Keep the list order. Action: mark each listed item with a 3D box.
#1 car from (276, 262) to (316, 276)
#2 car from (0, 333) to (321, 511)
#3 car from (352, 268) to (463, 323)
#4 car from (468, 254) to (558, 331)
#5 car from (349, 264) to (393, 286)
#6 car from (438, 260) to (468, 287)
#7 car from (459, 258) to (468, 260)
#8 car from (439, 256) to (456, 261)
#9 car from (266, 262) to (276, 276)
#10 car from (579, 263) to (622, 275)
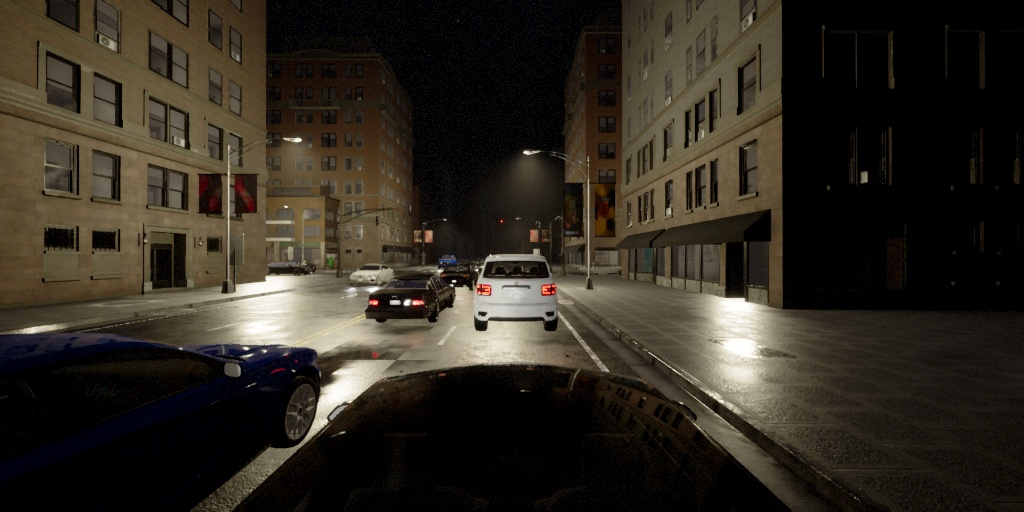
[{"bbox_3d":[-23.141,1.288,36.638,5.357,1.411,2.033,0,0,0],"label":"car"},{"bbox_3d":[-3.152,1.228,2.196,1.882,1.535,5.008,0,0,0],"label":"car"},{"bbox_3d":[-3.153,1.297,12.159,2.033,1.411,5.357,0,0,0],"label":"car"},{"bbox_3d":[0.100,0.971,11.090,2.150,2.045,5.566,0,0,0],"label":"car"},{"bbox_3d":[-9.851,1.274,25.581,1.812,1.442,4.674,0,0,0],"label":"car"},{"bbox_3d":[-3.150,1.227,22.012,1.882,1.535,5.008,0,0,0],"label":"car"},{"bbox_3d":[-6.590,1.247,54.113,1.837,1.490,4.892,0,0,0],"label":"car"},{"bbox_3d":[-9.837,0.962,54.886,2.150,2.045,5.566,0,0,0],"label":"car"},{"bbox_3d":[-25.416,1.169,34.109,4.097,1.591,1.967,0,0,0],"label":"car"},{"bbox_3d":[9.362,1.370,36.808,4.718,1.301,1.895,0,0,1],"label":"car"}]
